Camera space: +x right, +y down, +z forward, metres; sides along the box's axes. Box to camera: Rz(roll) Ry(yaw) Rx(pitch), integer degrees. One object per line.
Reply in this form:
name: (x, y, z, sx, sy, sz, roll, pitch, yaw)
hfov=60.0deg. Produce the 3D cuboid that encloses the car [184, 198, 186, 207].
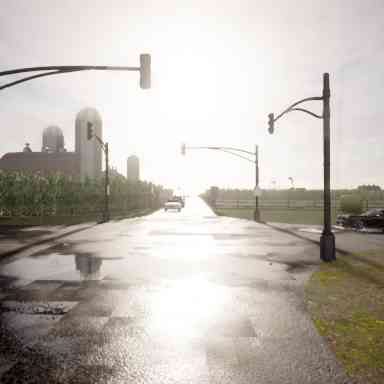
car: (-2.177, 1.406, 49.987, 2.097, 1.767, 4.553, 0, 0, 1)

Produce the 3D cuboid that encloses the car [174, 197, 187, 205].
car: (-2.060, 1.621, 60.168, 2.033, 1.411, 5.357, 0, 0, 1)

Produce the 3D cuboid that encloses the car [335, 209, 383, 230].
car: (11.836, 1.769, 21.388, 4.718, 1.301, 1.895, 0, -1, 2)

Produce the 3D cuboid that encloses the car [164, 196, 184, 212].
car: (-2.271, 1.565, 40.160, 1.812, 1.442, 4.674, 0, 0, 1)
